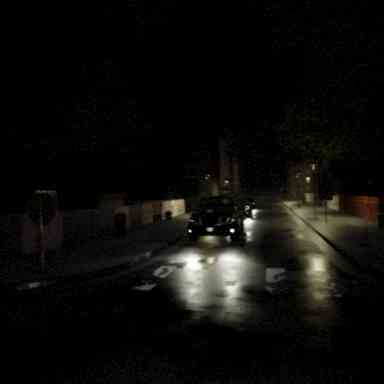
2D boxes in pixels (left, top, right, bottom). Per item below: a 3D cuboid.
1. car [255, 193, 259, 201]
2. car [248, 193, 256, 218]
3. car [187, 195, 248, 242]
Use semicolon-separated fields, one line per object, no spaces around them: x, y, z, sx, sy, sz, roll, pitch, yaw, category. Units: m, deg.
6.883;1.324;41.003;1.837;1.490;4.892;-2;1;13;car
4.052;1.249;28.541;2.097;1.767;4.553;-2;0;13;car
1.348;1.194;16.583;2.150;2.045;5.566;-2;0;13;car
